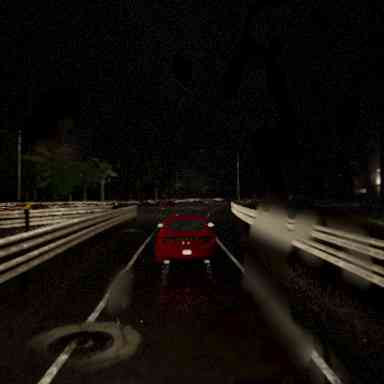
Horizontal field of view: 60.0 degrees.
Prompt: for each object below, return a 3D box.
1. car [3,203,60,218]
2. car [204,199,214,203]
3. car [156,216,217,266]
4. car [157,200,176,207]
[{"bbox_3d":[-12.614,1.526,26.589,1.882,1.535,5.008,0,-1,16],"label":"car"},{"bbox_3d":[4.264,2.347,83.820,1.882,1.535,5.008,0,-1,16],"label":"car"},{"bbox_3d":[-0.214,1.585,11.979,1.882,1.535,5.008,0,0,-2],"label":"car"},{"bbox_3d":[-4.222,1.925,55.047,1.882,1.535,5.008,0,-1,16],"label":"car"}]
